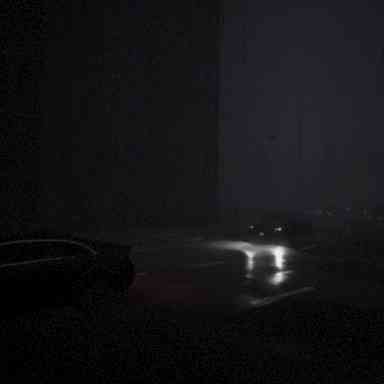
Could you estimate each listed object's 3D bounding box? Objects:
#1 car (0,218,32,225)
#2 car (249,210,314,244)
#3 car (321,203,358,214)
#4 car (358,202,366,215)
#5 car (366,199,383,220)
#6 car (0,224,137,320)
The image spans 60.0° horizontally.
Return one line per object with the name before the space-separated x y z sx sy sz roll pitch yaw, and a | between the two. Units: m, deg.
car | -5.609 1.473 8.681 5.008 1.535 1.882 1 0 -36
car | 4.703 1.668 16.979 1.812 1.442 4.674 0 0 41
car | 17.656 1.967 40.543 1.994 1.385 4.181 1 0 -12
car | 20.995 1.941 40.617 1.837 1.490 4.892 1 0 -9
car | 17.870 1.562 29.460 2.150 2.045 5.566 0 0 9
car | -3.397 1.492 5.981 4.902 1.511 2.128 1 0 -36
